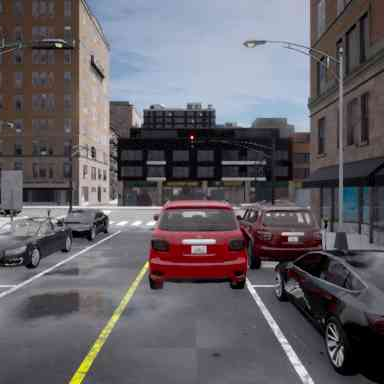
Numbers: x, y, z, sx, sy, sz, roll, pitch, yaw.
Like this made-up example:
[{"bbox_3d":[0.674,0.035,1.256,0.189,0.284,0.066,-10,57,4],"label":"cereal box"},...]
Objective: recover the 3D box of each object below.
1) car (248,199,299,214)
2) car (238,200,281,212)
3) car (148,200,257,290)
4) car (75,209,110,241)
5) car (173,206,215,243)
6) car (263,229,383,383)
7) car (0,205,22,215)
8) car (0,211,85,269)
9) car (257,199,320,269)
[{"bbox_3d":[8.651,1.554,35.536,4.892,1.490,1.837,0,0,-3],"label":"car"},{"bbox_3d":[7.861,1.646,39.027,4.718,1.301,1.895,0,0,0],"label":"car"},{"bbox_3d":[0.080,1.221,9.212,2.150,2.045,5.566,0,0,-1],"label":"car"},{"bbox_3d":[-5.387,1.565,16.717,1.947,1.339,4.313,0,0,0],"label":"car"},{"bbox_3d":[0.092,1.525,16.972,1.812,1.442,4.674,0,0,0],"label":"car"},{"bbox_3d":[2.636,1.566,5.392,1.947,1.339,4.313,0,0,0],"label":"car"},{"bbox_3d":[-17.512,1.523,28.959,4.718,1.301,1.895,0,0,0],"label":"car"},{"bbox_3d":[-5.388,1.550,11.055,2.008,1.369,4.403,0,0,0],"label":"car"},{"bbox_3d":[2.637,1.314,11.054,2.192,1.841,5.009,0,0,0],"label":"car"}]
